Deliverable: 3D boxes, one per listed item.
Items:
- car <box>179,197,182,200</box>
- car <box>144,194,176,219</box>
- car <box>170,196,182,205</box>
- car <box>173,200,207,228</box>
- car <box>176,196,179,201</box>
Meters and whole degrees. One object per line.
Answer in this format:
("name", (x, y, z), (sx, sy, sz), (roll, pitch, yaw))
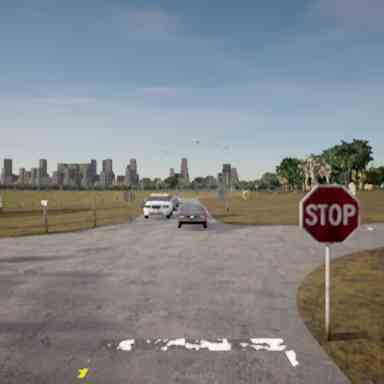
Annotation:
("car", (-2.870, 1.527, 49.029), (2.033, 1.411, 5.357), (0, 0, 0))
("car", (-2.870, 1.197, 29.399), (2.150, 2.045, 5.566), (0, 0, 0))
("car", (-2.810, 1.524, 59.331), (1.812, 1.442, 4.674), (0, 0, 0))
("car", (0.041, 1.532, 22.250), (2.033, 1.411, 5.357), (0, 0, 0))
("car", (-2.873, 1.497, 39.199), (1.812, 1.442, 4.674), (0, 0, 0))
